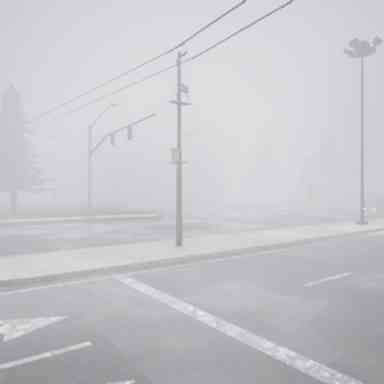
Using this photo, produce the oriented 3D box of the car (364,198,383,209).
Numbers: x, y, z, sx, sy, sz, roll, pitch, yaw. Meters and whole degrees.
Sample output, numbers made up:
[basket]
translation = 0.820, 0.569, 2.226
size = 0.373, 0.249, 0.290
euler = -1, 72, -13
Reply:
[car]
translation = 25.860, 1.578, 46.609
size = 4.181, 1.385, 1.994
euler = 0, 0, -35
